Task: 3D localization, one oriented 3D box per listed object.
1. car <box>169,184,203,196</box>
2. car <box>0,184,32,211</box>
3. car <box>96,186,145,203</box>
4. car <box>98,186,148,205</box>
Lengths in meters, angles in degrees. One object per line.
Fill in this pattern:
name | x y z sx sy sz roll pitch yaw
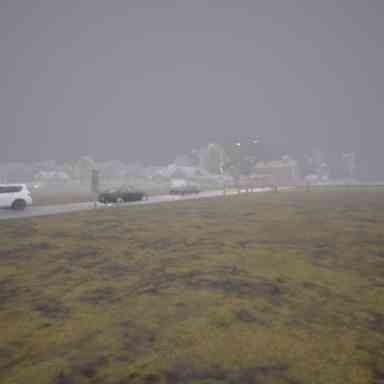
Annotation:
car | -0.714 -0.330 43.018 2.033 1.411 5.357 1 3 36
car | -14.597 0.489 24.103 2.150 2.045 5.566 1 4 38
car | -7.240 0.166 34.062 1.837 1.490 4.892 1 3 36
car | -6.217 0.294 30.488 1.882 1.535 5.008 1 3 36
